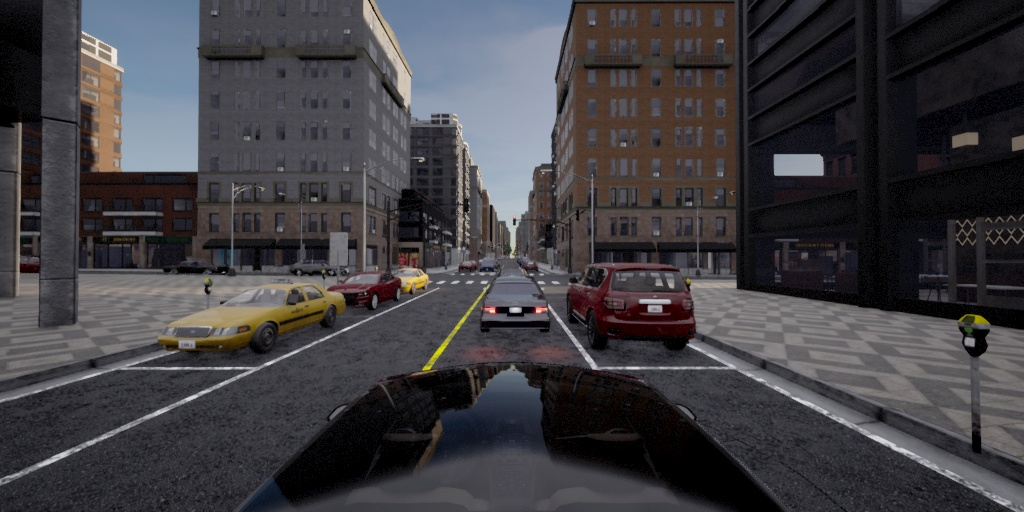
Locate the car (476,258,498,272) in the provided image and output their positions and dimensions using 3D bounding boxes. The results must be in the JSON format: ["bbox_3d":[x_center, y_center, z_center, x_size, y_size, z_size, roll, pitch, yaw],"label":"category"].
[{"bbox_3d":[-3.249,1.307,46.757,2.033,1.411,5.357,0,0,-4],"label":"car"}]

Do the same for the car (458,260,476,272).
[{"bbox_3d":[-5.984,1.305,47.317,1.888,1.381,4.507,0,0,0],"label":"car"}]

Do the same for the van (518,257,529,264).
[{"bbox_3d":[2.495,1.106,64.352,1.690,1.789,3.998,0,0,0],"label":"van"}]

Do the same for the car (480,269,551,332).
[{"bbox_3d":[0.066,1.299,10.795,2.033,1.411,5.357,0,0,0],"label":"car"}]

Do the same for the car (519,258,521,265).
[{"bbox_3d":[2.510,1.345,58.679,1.802,1.307,4.207,0,0,0],"label":"car"}]

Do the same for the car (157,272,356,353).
[{"bbox_3d":[-5.877,1.277,8.879,1.751,1.417,4.829,0,0,0],"label":"car"}]

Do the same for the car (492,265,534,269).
[{"bbox_3d":[0.018,1.355,20.522,1.895,1.301,4.718,0,0,0],"label":"car"}]

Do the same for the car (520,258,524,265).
[{"bbox_3d":[2.526,1.343,53.005,1.802,1.307,4.207,0,0,0],"label":"car"}]

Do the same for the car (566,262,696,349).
[{"bbox_3d":[2.649,1.066,9.064,2.192,1.841,5.009,0,0,0],"label":"car"}]

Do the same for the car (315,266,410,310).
[{"bbox_3d":[-5.893,1.297,14.673,1.888,1.381,4.507,0,0,0],"label":"car"}]

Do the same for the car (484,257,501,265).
[{"bbox_3d":[-3.234,1.326,56.613,1.994,1.385,4.181,0,0,0],"label":"car"}]

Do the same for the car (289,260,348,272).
[{"bbox_3d":[-16.843,1.092,31.449,4.902,1.511,2.128,1,-1,0],"label":"car"}]

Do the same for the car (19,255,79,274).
[{"bbox_3d":[-41.289,0.856,31.545,5.008,1.535,1.882,1,-1,0],"label":"car"}]

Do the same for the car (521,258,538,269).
[{"bbox_3d":[2.542,1.342,47.332,1.802,1.307,4.207,0,0,0],"label":"car"}]

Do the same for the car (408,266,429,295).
[{"bbox_3d":[-5.908,1.279,20.128,1.751,1.417,4.829,0,0,0],"label":"car"}]

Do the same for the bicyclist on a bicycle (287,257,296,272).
[{"bbox_3d":[-23.112,0.908,37.711,0.582,1.620,1.656,0,0,0],"label":"bicyclist on a bicycle"}]

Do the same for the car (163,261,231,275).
[{"bbox_3d":[-27.497,1.105,31.485,4.718,1.301,1.895,1,-1,0],"label":"car"}]
